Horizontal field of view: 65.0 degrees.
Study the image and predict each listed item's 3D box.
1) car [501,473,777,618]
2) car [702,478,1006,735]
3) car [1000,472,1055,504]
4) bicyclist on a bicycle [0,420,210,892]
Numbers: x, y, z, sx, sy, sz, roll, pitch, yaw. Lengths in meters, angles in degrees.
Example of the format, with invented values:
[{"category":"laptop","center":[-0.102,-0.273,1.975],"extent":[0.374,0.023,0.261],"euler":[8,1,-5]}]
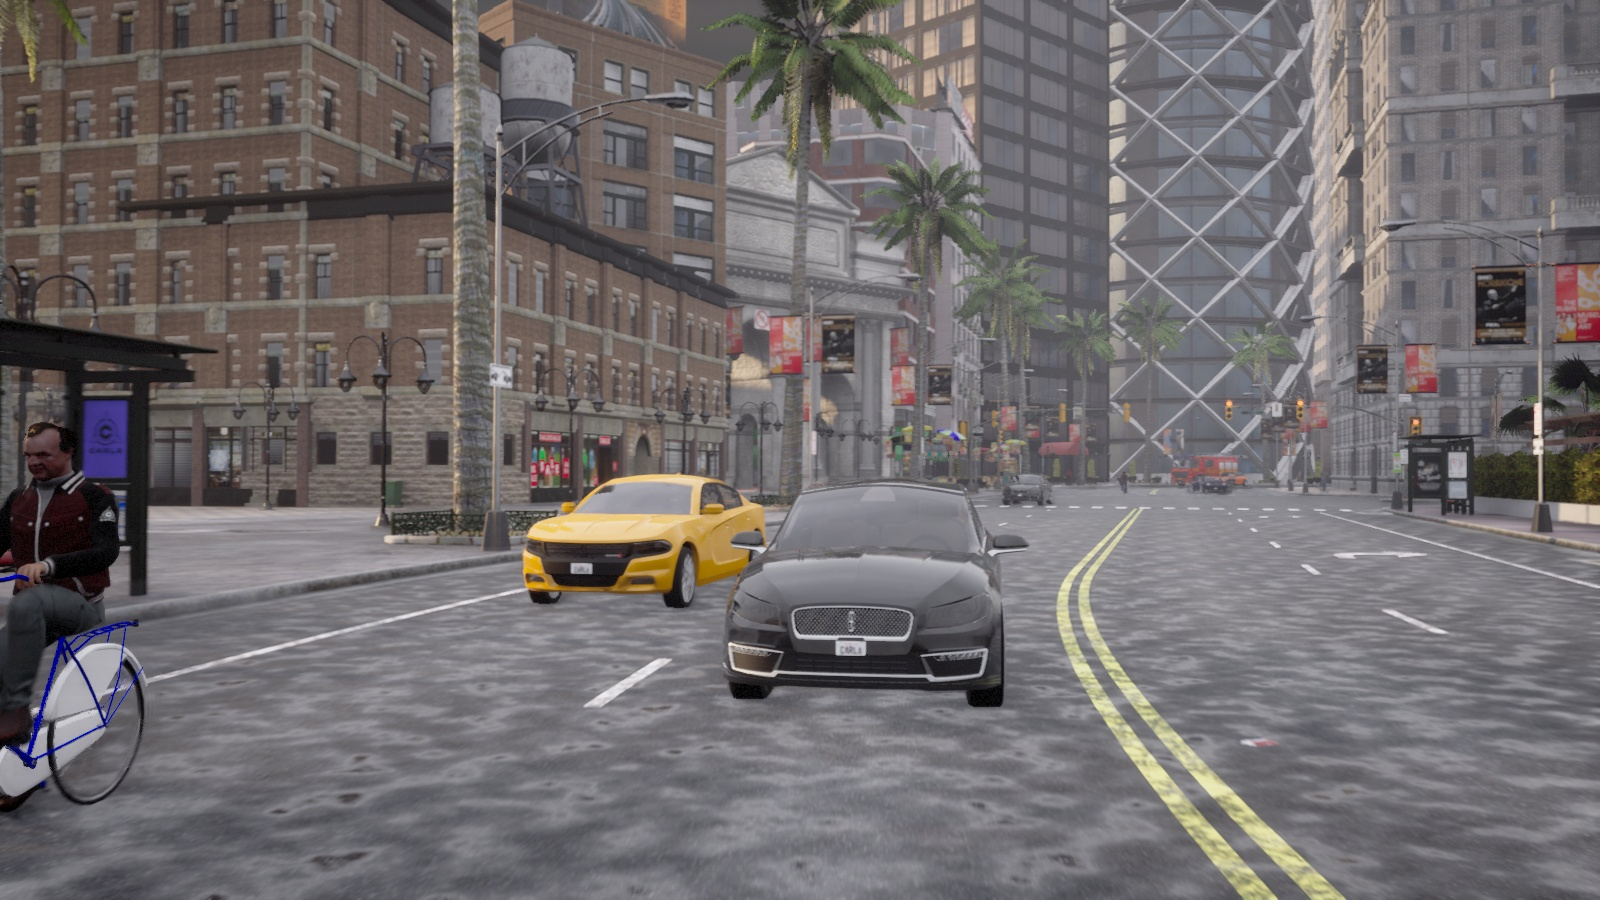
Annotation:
[{"category":"car","center":[-1.813,1.068,16.047],"extent":[1.882,1.535,5.008],"euler":[0,-1,13]},{"category":"car","center":[0.678,0.984,9.995],"extent":[1.837,1.490,4.892],"euler":[0,-1,9]},{"category":"car","center":[10.908,1.780,59.892],"extent":[1.837,1.490,4.892],"euler":[-1,-1,19]},{"category":"bicyclist on a bicycle","center":[-3.305,0.787,5.287],"extent":[0.659,1.776,1.843],"euler":[0,-1,4]}]
